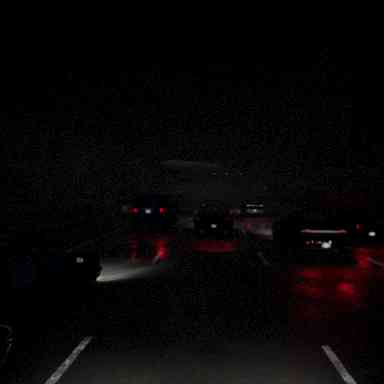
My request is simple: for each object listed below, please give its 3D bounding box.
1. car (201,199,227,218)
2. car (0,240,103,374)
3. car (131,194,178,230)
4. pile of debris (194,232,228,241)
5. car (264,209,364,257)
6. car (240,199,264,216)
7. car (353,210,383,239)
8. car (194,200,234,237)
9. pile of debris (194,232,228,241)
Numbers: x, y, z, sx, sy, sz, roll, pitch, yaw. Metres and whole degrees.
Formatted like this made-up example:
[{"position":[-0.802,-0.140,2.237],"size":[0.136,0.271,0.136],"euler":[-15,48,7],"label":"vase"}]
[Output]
[{"position":[1.965,1.416,29.631],"size":[2.033,1.411,5.357],"euler":[0,0,4],"label":"car"},{"position":[-3.134,1.511,5.379],"size":[2.033,1.411,5.357],"euler":[0,0,3],"label":"car"},{"position":[-2.167,1.119,20.414],"size":[2.150,2.045,5.566],"euler":[0,0,4],"label":"car"},{"position":[0.918,2.105,15.784],"size":[1.500,0.140,1.860],"euler":[0,0,4],"label":"pile of debris"},{"position":[4.355,1.446,12.822],"size":[2.128,1.511,4.902],"euler":[0,0,4],"label":"car"},{"position":[5.564,1.366,30.958],"size":[2.128,1.511,4.902],"euler":[0,0,4],"label":"car"},{"position":[8.121,1.550,16.930],"size":[1.895,1.301,4.718],"euler":[0,0,4],"label":"car"},{"position":[1.151,1.398,17.588],"size":[1.882,1.535,5.008],"euler":[0,0,4],"label":"car"},{"position":[0.918,2.105,15.784],"size":[1.500,0.140,1.860],"euler":[0,0,4],"label":"pile of debris"}]
